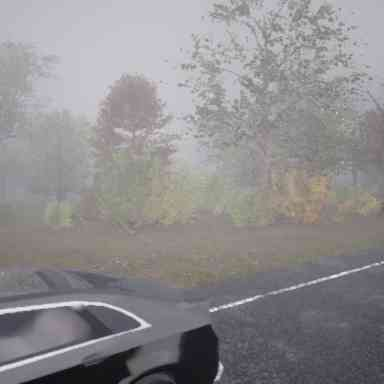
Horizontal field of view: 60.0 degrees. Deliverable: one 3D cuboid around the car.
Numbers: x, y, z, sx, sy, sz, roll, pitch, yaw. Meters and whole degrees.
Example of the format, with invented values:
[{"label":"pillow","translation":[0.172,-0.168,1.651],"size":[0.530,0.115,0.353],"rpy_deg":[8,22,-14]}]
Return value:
[{"label":"car","translation":[-1.981,1.495,2.612],"size":[4.902,1.511,2.128],"rpy_deg":[0,0,-36]}]
